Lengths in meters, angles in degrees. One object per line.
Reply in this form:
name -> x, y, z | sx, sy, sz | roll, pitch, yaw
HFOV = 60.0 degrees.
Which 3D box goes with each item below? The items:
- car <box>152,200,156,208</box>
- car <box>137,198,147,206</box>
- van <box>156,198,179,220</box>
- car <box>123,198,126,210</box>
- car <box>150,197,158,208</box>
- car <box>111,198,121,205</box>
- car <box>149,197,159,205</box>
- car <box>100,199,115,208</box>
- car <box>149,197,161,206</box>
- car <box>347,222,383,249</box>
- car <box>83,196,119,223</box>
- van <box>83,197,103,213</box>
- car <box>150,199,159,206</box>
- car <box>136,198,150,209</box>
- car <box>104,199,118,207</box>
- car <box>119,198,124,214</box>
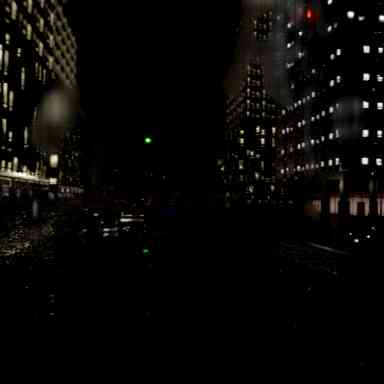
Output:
car -> -3.054, 1.925, 36.656 | 1.887, 1.381, 4.507 | 2, -1, -8
car -> -10.189, 2.099, 67.683 | 1.837, 1.490, 4.892 | 1, -1, -8
van -> -2.179, 1.674, 31.189 | 1.690, 1.788, 3.998 | 2, -1, -8
car -> -10.489, 1.949, 47.696 | 1.895, 1.301, 4.718 | 1, -1, -8
car -> -6.190, 1.891, 58.588 | 2.192, 1.841, 5.009 | 2, -1, -8
car -> -16.830, 2.104, 73.859 | 1.802, 1.307, 4.206 | 2, -1, -8
car -> -9.308, 2.085, 80.525 | 2.192, 1.841, 5.009 | 2, -1, -8
car -> -14.491, 1.942, 57.407 | 1.947, 1.339, 4.313 | 2, -1, -8
car -> -7.749, 1.988, 69.557 | 2.192, 1.841, 5.009 | 2, -1, -8
car -> 10.871, 2.133, 17.093 | 5.357, 1.411, 2.033 | 2, -1, -9
car -> -7.692, 1.393, 28.047 | 2.150, 2.045, 5.566 | 1, -1, -8
van -> -12.146, 1.570, 40.959 | 1.690, 1.788, 3.998 | 2, -1, -8
car -> -8.535, 2.288, 75.038 | 1.947, 1.339, 4.313 | 2, -1, -8
car -> -8.338, 1.965, 55.239 | 1.882, 1.535, 5.008 | 1, -1, -8
car -> -15.270, 1.975, 62.891 | 2.008, 1.369, 4.403 | 2, -1, -8
car -> -9.075, 1.784, 37.724 | 1.812, 1.442, 4.674 | 1, -1, -8
